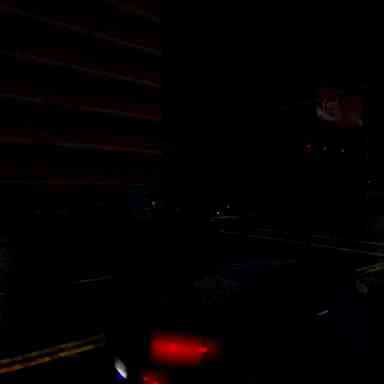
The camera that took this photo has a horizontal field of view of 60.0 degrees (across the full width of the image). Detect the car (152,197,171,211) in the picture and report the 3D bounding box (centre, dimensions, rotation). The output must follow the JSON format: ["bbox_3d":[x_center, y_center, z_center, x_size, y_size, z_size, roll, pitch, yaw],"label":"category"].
[{"bbox_3d":[-4.935,1.350,40.524,2.097,1.767,4.553,0,0,-36],"label":"car"}]

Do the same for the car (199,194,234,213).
[{"bbox_3d":[2.148,1.220,36.675,2.150,2.045,5.566,0,0,-36],"label":"car"}]

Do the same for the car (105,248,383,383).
[{"bbox_3d":[1.180,1.525,4.581,4.674,1.442,1.812,0,0,-36],"label":"car"}]

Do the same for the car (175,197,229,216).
[{"bbox_3d":[0.848,1.546,32.489,2.033,1.411,5.357,0,0,-36],"label":"car"}]

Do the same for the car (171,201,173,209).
[{"bbox_3d":[-3.901,1.562,45.088,1.994,1.385,4.181,0,0,-36],"label":"car"}]
